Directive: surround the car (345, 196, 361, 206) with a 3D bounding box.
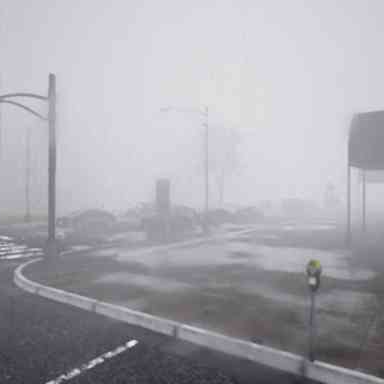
[{"bbox_3d":[32.086,2.086,66.823,1.752,1.417,4.829,0,0,36],"label":"car"}]

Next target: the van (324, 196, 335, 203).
[{"bbox_3d":[35.085,1.947,85.069,1.690,1.788,3.998,0,0,36],"label":"van"}]

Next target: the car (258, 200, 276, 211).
[{"bbox_3d":[10.126,1.925,46.603,1.812,1.442,4.674,0,0,37],"label":"car"}]

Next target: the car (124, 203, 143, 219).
[{"bbox_3d":[-4.441,1.731,31.452,1.967,1.590,4.097,0,0,36],"label":"car"}]

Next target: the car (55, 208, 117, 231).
[{"bbox_3d":[-7.271,1.827,22.997,1.994,1.385,4.181,0,0,36],"label":"car"}]

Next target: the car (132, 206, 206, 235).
[{"bbox_3d":[-1.349,1.848,21.066,2.008,1.369,4.403,0,0,36],"label":"car"}]

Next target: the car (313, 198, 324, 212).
[{"bbox_3d":[15.602,1.869,44.286,1.967,1.590,4.097,0,0,36],"label":"car"}]

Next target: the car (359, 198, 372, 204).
[{"bbox_3d":[41.842,2.191,80.110,2.008,1.369,4.403,0,0,36],"label":"car"}]

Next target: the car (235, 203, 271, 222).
[{"bbox_3d":[5.139,1.929,29.903,1.802,1.307,4.206,0,0,36],"label":"car"}]

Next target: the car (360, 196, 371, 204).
[{"bbox_3d":[38.557,1.928,75.636,2.192,1.841,5.009,0,0,36],"label":"car"}]

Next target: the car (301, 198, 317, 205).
[{"bbox_3d":[25.230,2.091,71.644,1.947,1.339,4.313,0,0,36],"label":"car"}]

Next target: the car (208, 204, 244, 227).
[{"bbox_3d":[1.896,1.888,25.485,1.947,1.339,4.313,0,0,36],"label":"car"}]

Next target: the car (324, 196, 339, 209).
[{"bbox_3d":[22.130,1.921,53.263,1.967,1.590,4.097,0,0,36],"label":"car"}]

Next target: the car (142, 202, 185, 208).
[{"bbox_3d":[-1.724,1.854,30.549,2.033,1.411,5.357,0,0,36],"label":"car"}]

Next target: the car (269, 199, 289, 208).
[{"bbox_3d":[15.273,1.971,58.084,1.752,1.417,4.829,0,0,36],"label":"car"}]

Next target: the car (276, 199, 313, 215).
[{"bbox_3d":[12.343,1.718,39.792,2.192,1.841,5.009,0,0,36],"label":"car"}]

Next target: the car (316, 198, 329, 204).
[{"bbox_3d":[31.699,2.103,80.457,1.752,1.417,4.829,0,0,36],"label":"car"}]
